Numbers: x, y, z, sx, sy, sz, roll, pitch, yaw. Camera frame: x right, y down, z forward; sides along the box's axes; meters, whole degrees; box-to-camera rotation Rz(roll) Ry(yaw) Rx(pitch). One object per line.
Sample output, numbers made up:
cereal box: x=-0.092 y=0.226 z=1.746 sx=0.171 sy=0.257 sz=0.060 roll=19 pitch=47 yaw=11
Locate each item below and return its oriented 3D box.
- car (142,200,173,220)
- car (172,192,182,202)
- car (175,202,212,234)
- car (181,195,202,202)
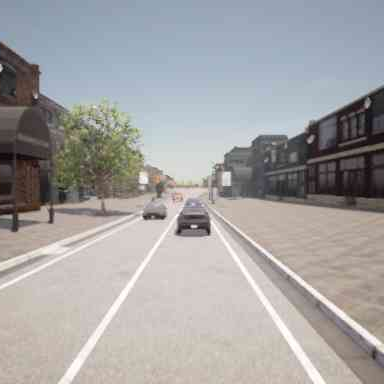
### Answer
car: x=-3.088 y=1.606 z=28.906 sx=2.033 sy=1.411 sz=5.357 roll=0 pitch=0 yaw=0
car: x=-2.975 y=1.072 z=70.320 sx=2.150 sy=2.045 sz=5.566 roll=0 pitch=0 yaw=0
car: x=0.107 y=1.538 z=19.524 sx=1.837 sy=1.490 sz=4.892 roll=0 pitch=0 yaw=0
car: x=0.114 y=1.413 z=38.653 sx=2.097 sy=1.767 sz=4.553 roll=0 pitch=0 yaw=0
